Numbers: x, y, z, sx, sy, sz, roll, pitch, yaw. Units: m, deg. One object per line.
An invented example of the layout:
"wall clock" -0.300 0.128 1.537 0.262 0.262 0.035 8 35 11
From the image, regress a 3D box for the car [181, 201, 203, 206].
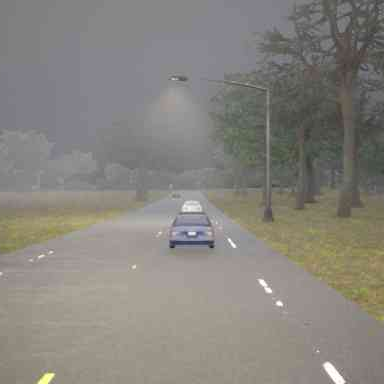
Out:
"car" 0.000 1.498 29.649 1.812 1.442 4.674 0 0 0

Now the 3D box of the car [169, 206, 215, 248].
"car" 0.000 1.565 14.651 2.033 1.411 5.357 0 0 0

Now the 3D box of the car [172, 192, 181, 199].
"car" -3.500 0.781 75.969 2.033 1.411 5.357 0 1 0
